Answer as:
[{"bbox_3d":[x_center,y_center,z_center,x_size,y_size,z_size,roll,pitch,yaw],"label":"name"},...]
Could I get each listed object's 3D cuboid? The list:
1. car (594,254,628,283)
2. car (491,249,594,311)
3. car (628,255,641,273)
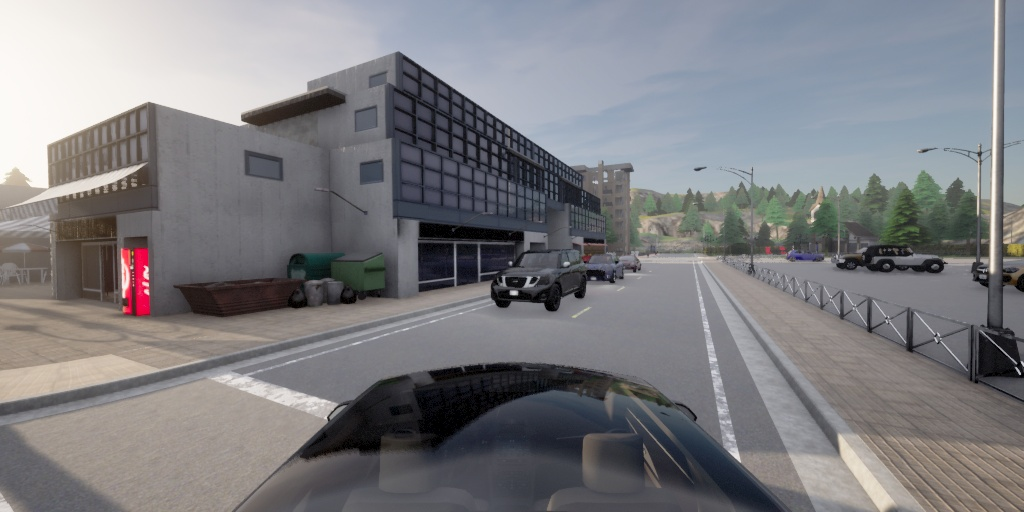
[{"bbox_3d":[5.679,0.677,22.583,2.097,1.767,4.553,0,1,26],"label":"car"},{"bbox_3d":[1.290,0.757,13.780,2.150,2.045,5.566,0,1,26],"label":"car"},{"bbox_3d":[10.250,0.632,31.738,1.812,1.442,4.674,0,1,27],"label":"car"}]
